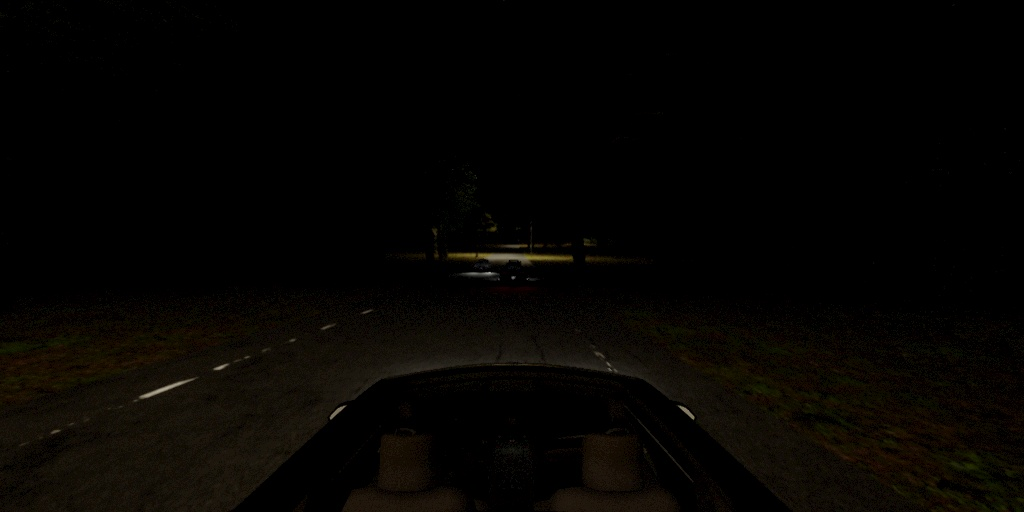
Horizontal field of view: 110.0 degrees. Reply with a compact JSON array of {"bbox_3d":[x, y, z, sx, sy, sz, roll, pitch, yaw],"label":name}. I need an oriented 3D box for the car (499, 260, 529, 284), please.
[{"bbox_3d":[0.096,1.219,25.860,1.812,1.442,4.674,0,1,1],"label":"car"}]

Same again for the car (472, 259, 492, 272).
[{"bbox_3d":[-3.377,1.036,41.710,1.812,1.442,4.674,0,1,0],"label":"car"}]
